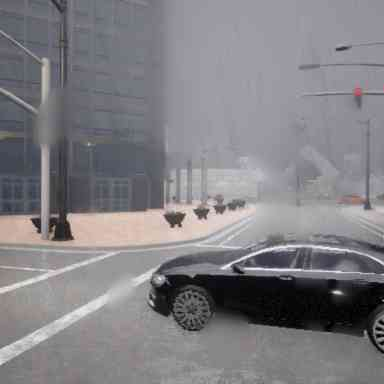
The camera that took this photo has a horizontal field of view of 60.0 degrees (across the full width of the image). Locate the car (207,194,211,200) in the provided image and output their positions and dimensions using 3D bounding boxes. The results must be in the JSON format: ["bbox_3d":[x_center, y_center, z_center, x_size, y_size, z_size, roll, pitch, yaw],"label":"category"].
[{"bbox_3d":[3.499,1.237,82.152,1.994,1.385,4.181,0,0,17],"label":"car"}]

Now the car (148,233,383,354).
[{"bbox_3d":[1.673,1.481,5.687,4.902,1.511,2.128,0,0,17],"label":"car"}]

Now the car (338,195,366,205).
[{"bbox_3d":[27.037,1.253,55.636,4.553,1.767,2.097,0,0,-1],"label":"car"}]

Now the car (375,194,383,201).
[{"bbox_3d":[46.416,1.135,78.565,2.150,2.045,5.566,0,0,-29],"label":"car"}]

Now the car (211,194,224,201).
[{"bbox_3d":[6.093,1.224,75.141,1.837,1.490,4.892,0,0,-3],"label":"car"}]
